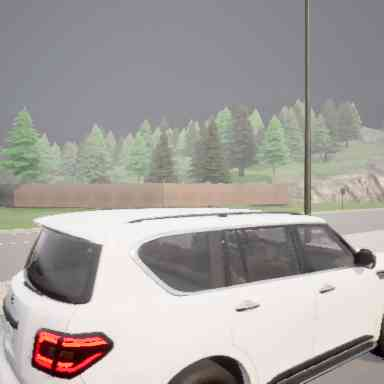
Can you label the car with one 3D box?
[{"bbox_3d":[0.711,1.219,4.254,5.566,2.045,2.150,0,0,-35],"label":"car"}]
